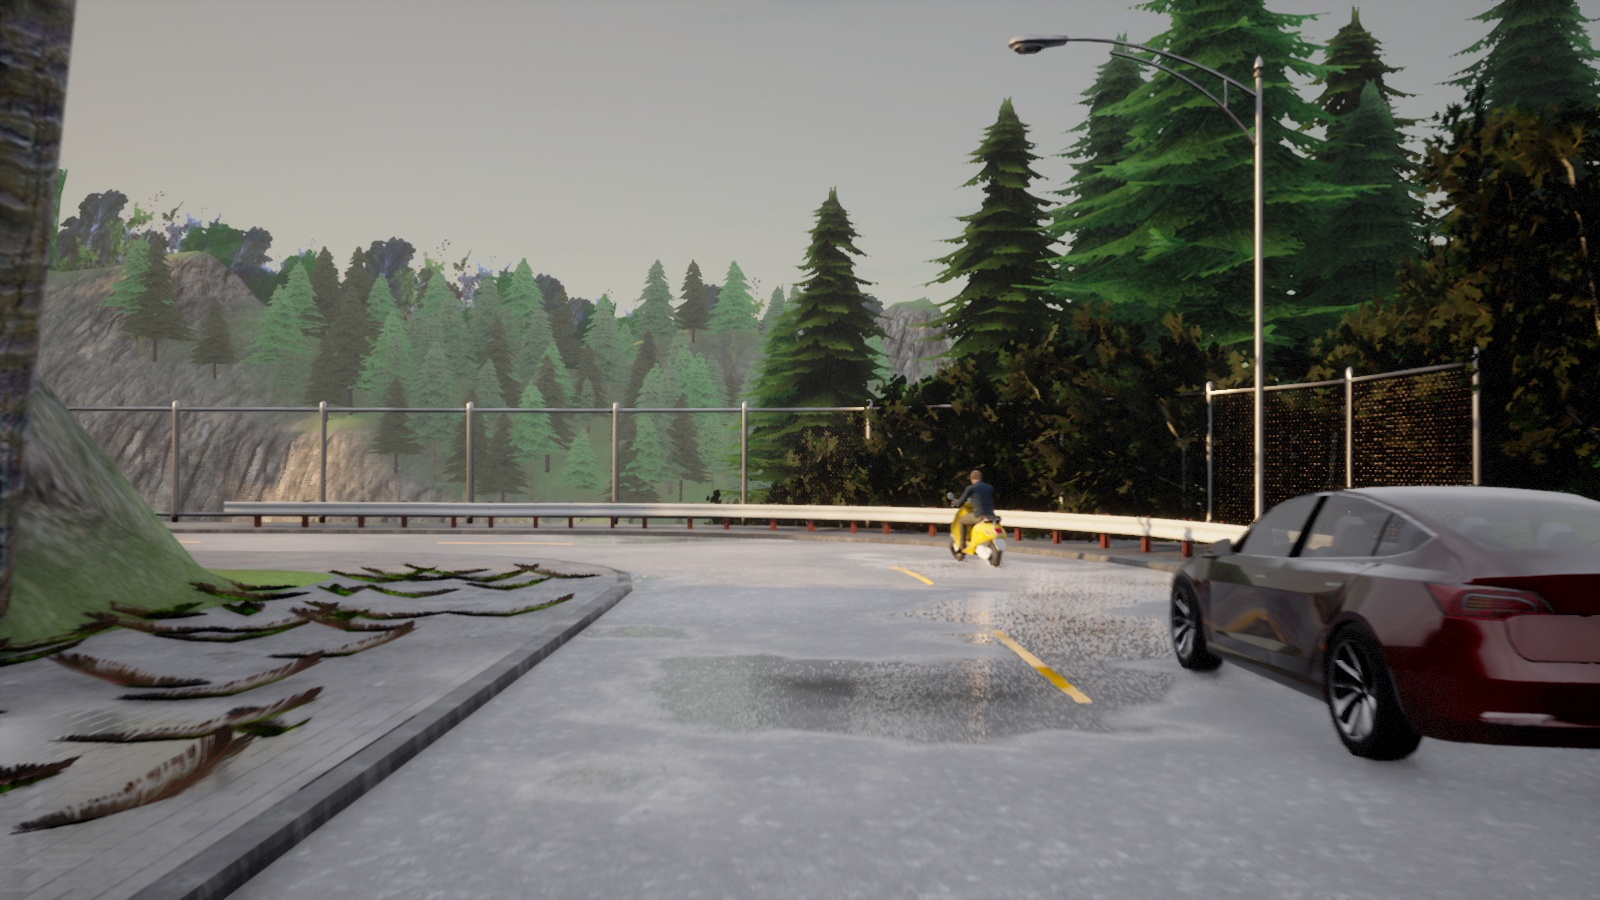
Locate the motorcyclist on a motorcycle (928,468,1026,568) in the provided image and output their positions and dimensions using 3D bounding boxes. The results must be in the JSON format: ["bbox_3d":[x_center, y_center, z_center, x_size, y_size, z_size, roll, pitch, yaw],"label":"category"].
[{"bbox_3d":[2.973,1.115,21.318,0.866,1.590,1.817,-1,-1,-19],"label":"motorcyclist on a motorcycle"}]

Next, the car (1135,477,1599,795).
[{"bbox_3d":[3.975,0.939,8.404,2.163,1.488,4.792,0,-1,0],"label":"car"}]
